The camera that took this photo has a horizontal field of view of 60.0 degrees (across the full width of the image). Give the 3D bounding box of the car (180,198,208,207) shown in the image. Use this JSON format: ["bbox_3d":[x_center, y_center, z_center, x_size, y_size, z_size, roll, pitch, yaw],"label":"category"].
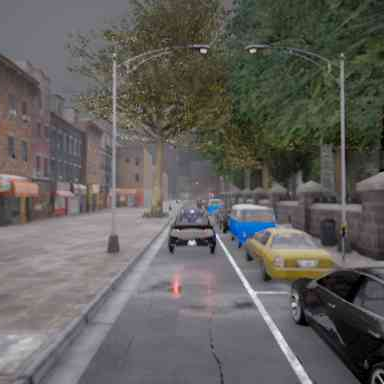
[{"bbox_3d":[0.005,1.646,29.088,2.097,1.767,4.553,0,-1,0],"label":"car"}]

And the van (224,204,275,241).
[{"bbox_3d":[2.652,1.492,15.200,1.690,1.788,3.998,1,-1,0],"label":"van"}]

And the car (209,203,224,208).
[{"bbox_3d":[2.649,1.815,26.096,2.008,1.369,4.403,1,-1,0],"label":"car"}]

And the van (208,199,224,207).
[{"bbox_3d":[2.653,1.724,36.997,1.690,1.788,3.998,1,-1,0],"label":"van"}]

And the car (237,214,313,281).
[{"bbox_3d":[2.649,1.623,9.919,1.752,1.417,4.829,1,-1,0],"label":"car"}]

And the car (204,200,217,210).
[{"bbox_3d":[3.027,2.107,54.272,1.812,1.442,4.674,0,-1,0],"label":"car"}]

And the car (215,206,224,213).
[{"bbox_3d":[2.649,1.772,20.647,1.947,1.339,4.313,1,-1,0],"label":"car"}]

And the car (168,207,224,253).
[{"bbox_3d":[0.006,1.634,14.296,2.128,1.511,4.902,0,0,0],"label":"car"}]

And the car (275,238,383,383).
[{"bbox_3d":[2.648,1.608,4.299,1.947,1.339,4.313,1,-1,0],"label":"car"}]

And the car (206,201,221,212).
[{"bbox_3d":[3.024,2.004,47.272,1.837,1.490,4.892,0,-1,0],"label":"car"}]
